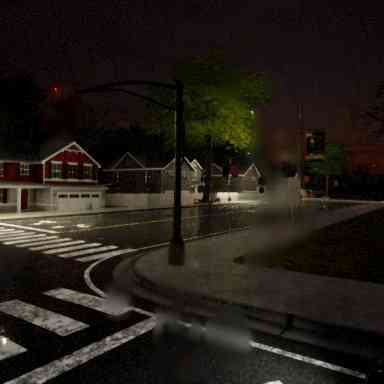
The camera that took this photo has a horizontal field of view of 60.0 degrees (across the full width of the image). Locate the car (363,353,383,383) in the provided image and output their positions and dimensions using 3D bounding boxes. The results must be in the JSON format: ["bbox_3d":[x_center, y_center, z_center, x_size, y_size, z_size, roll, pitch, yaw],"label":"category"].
[{"bbox_3d":[3.328,1.506,1.308,4.892,1.490,1.837,0,0,35],"label":"car"}]
